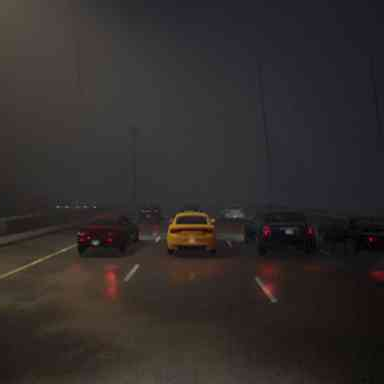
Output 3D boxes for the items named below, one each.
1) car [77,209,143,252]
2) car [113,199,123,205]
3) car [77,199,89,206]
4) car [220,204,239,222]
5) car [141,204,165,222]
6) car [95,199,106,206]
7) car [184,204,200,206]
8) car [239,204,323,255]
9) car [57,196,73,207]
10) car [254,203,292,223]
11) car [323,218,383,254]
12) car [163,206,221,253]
[{"bbox_3d":[-3.493,1.667,14.383,1.812,1.442,4.674,0,0,0],"label":"car"},{"bbox_3d":[-15.549,2.218,69.888,2.033,1.411,5.357,0,-1,-8],"label":"car"},{"bbox_3d":[-22.417,2.168,68.516,1.837,1.490,4.892,0,-1,-8],"label":"car"},{"bbox_3d":[3.507,1.813,29.356,1.812,1.442,4.674,0,0,0],"label":"car"},{"bbox_3d":[-3.494,1.779,29.284,2.128,1.511,4.902,0,0,0],"label":"car"},{"bbox_3d":[-18.983,2.151,69.203,1.882,1.535,5.008,0,-1,-8],"label":"car"},{"bbox_3d":[0.005,1.779,29.288,2.128,1.511,4.902,0,0,0],"label":"car"},{"bbox_3d":[3.503,1.488,14.071,2.097,1.767,4.553,0,-1,0],"label":"car"},{"bbox_3d":[-25.849,1.883,67.802,2.150,2.045,5.566,0,-1,-8],"label":"car"},{"bbox_3d":[7.006,1.779,29.284,2.128,1.511,4.902,0,0,0],"label":"car"},{"bbox_3d":[7.002,1.739,14.094,1.895,1.301,4.718,0,-1,0],"label":"car"},{"bbox_3d":[0.008,1.620,14.465,1.882,1.535,5.008,0,0,0],"label":"car"}]
